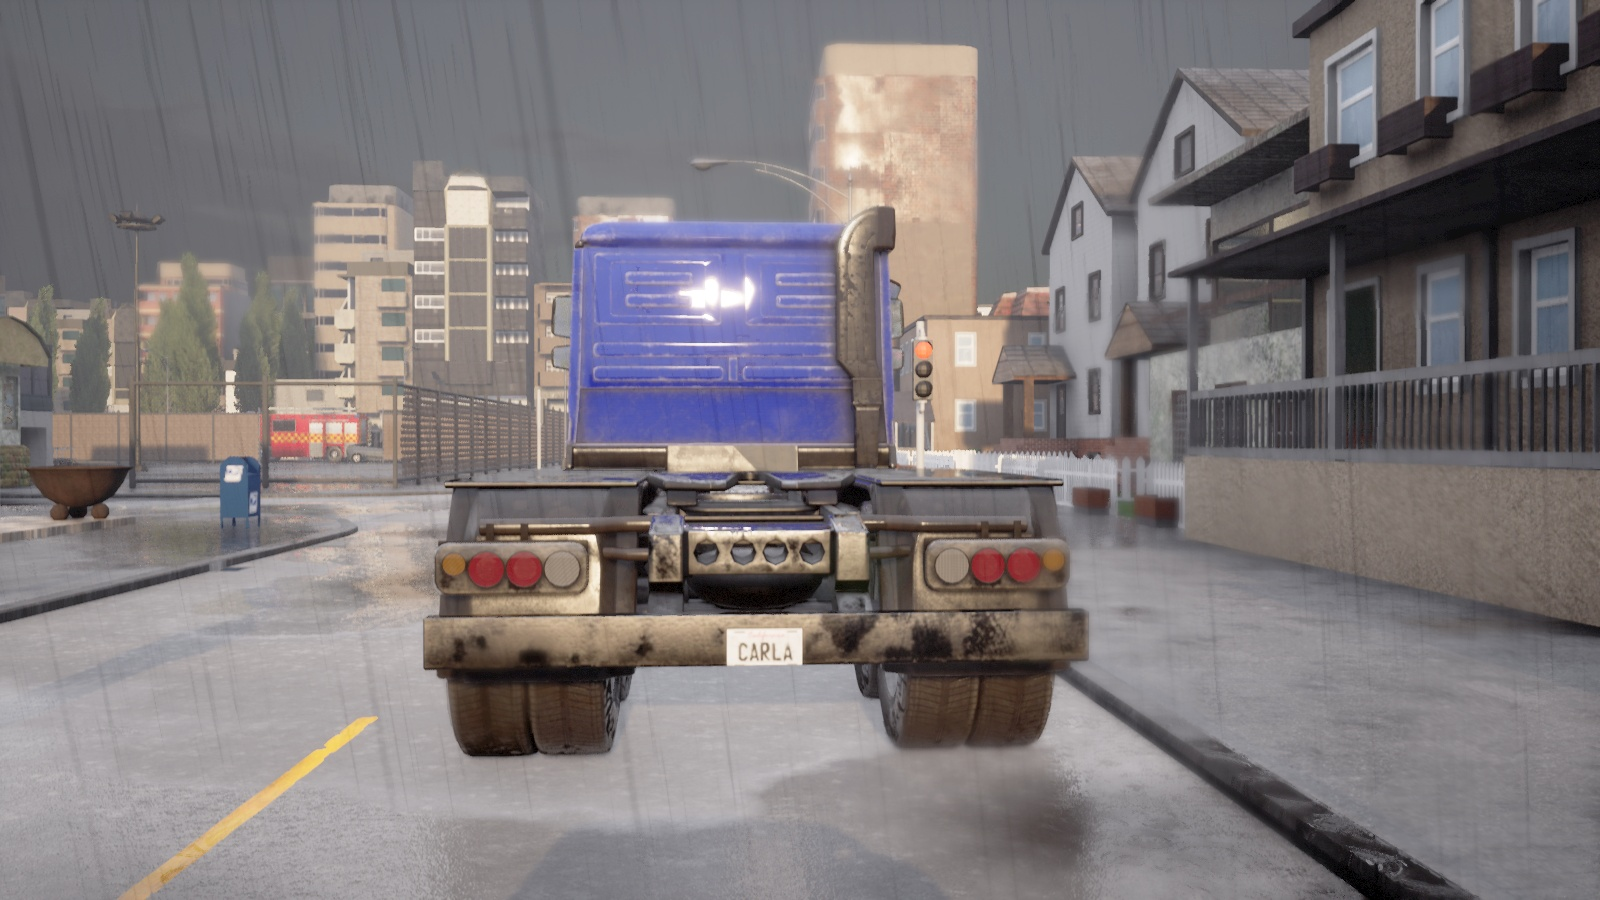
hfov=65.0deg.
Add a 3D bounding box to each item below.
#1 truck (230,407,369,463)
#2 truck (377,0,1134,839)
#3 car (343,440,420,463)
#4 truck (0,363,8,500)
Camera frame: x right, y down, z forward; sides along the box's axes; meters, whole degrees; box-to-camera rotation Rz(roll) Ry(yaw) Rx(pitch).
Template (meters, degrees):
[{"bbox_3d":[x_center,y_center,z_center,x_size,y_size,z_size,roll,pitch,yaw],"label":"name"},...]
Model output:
[{"bbox_3d":[-34.797,-1.056,87.531,8.468,3.827,2.891,0,0,-3],"label":"truck"},{"bbox_3d":[-0.431,-0.297,8.764,2.891,3.462,7.936,0,0,-4],"label":"truck"},{"bbox_3d":[-27.921,0.087,83.915,4.514,1.525,2.007,0,0,-3],"label":"car"},{"bbox_3d":[-24.134,-0.469,30.449,7.936,3.462,2.891,0,0,-2],"label":"truck"}]
